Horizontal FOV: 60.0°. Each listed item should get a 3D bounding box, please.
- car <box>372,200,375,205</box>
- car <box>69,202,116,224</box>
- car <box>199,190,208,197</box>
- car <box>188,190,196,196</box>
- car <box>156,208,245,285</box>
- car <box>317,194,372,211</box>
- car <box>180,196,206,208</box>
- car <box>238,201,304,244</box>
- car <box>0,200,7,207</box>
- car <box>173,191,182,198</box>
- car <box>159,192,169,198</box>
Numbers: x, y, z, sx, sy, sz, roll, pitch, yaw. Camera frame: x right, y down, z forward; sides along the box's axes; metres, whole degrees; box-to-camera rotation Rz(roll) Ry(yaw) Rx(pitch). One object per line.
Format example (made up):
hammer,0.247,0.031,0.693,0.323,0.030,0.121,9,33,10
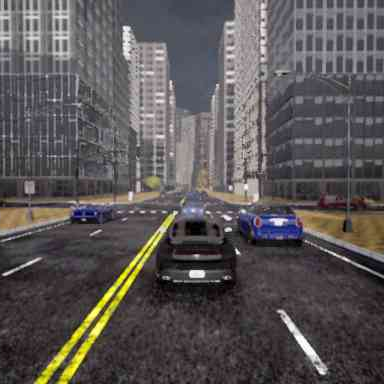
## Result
car,21.763,1.186,44.446,4.829,1.417,1.752,1,1,1
car,-6.576,1.363,22.418,1.895,1.301,4.718,0,1,0
car,3.158,0.510,86.922,1.882,1.535,5.008,0,1,0
car,-0.092,0.510,86.921,1.882,1.535,5.008,0,1,0
car,0.091,1.407,9.169,1.837,1.490,4.892,0,0,0
car,16.163,1.147,36.152,5.009,1.841,2.192,1,1,1
car,0.073,1.282,24.901,2.033,1.411,5.357,0,1,0
car,3.334,1.194,14.924,2.097,1.767,4.553,0,1,0
car,-22.764,1.052,36.639,4.313,1.339,1.947,1,1,1
car,-3.332,0.658,76.842,1.837,1.490,4.892,0,1,0
car,-6.583,0.682,76.840,1.812,1.442,4.674,0,1,0
